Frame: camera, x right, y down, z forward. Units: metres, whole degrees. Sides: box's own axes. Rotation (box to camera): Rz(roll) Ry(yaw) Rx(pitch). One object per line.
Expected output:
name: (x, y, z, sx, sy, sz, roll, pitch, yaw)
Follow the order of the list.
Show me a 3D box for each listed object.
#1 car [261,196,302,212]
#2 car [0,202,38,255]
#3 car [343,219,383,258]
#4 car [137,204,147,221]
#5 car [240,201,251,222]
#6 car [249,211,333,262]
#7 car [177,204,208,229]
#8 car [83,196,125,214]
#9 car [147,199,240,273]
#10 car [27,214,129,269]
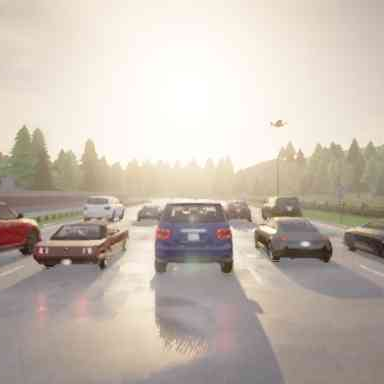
car: (7.068, 1.346, 26.722, 2.150, 2.045, 5.566, 0, 0, 0)
car: (-6.949, 1.262, 10.533, 2.150, 2.045, 5.566, 0, -1, 1)
car: (7.065, 1.616, 11.763, 1.994, 1.385, 4.181, 0, -1, 0)
car: (-3.423, 1.693, 28.360, 1.994, 1.385, 4.181, 0, 0, 0)
car: (3.572, 1.476, 27.491, 2.097, 1.767, 4.553, 0, 0, 0)
car: (3.569, 1.619, 12.432, 1.994, 1.385, 4.181, 0, 0, 0)
car: (0.048, 1.657, 24.076, 2.033, 1.411, 5.357, 0, 0, 1)
car: (-6.932, 1.345, 26.706, 2.150, 2.045, 5.566, 0, 0, 0)
car: (0.063, 1.265, 10.920, 2.150, 2.045, 5.566, 0, -1, 1)
car: (-3.436, 1.653, 11.370, 1.895, 1.301, 4.718, 0, 0, 0)
